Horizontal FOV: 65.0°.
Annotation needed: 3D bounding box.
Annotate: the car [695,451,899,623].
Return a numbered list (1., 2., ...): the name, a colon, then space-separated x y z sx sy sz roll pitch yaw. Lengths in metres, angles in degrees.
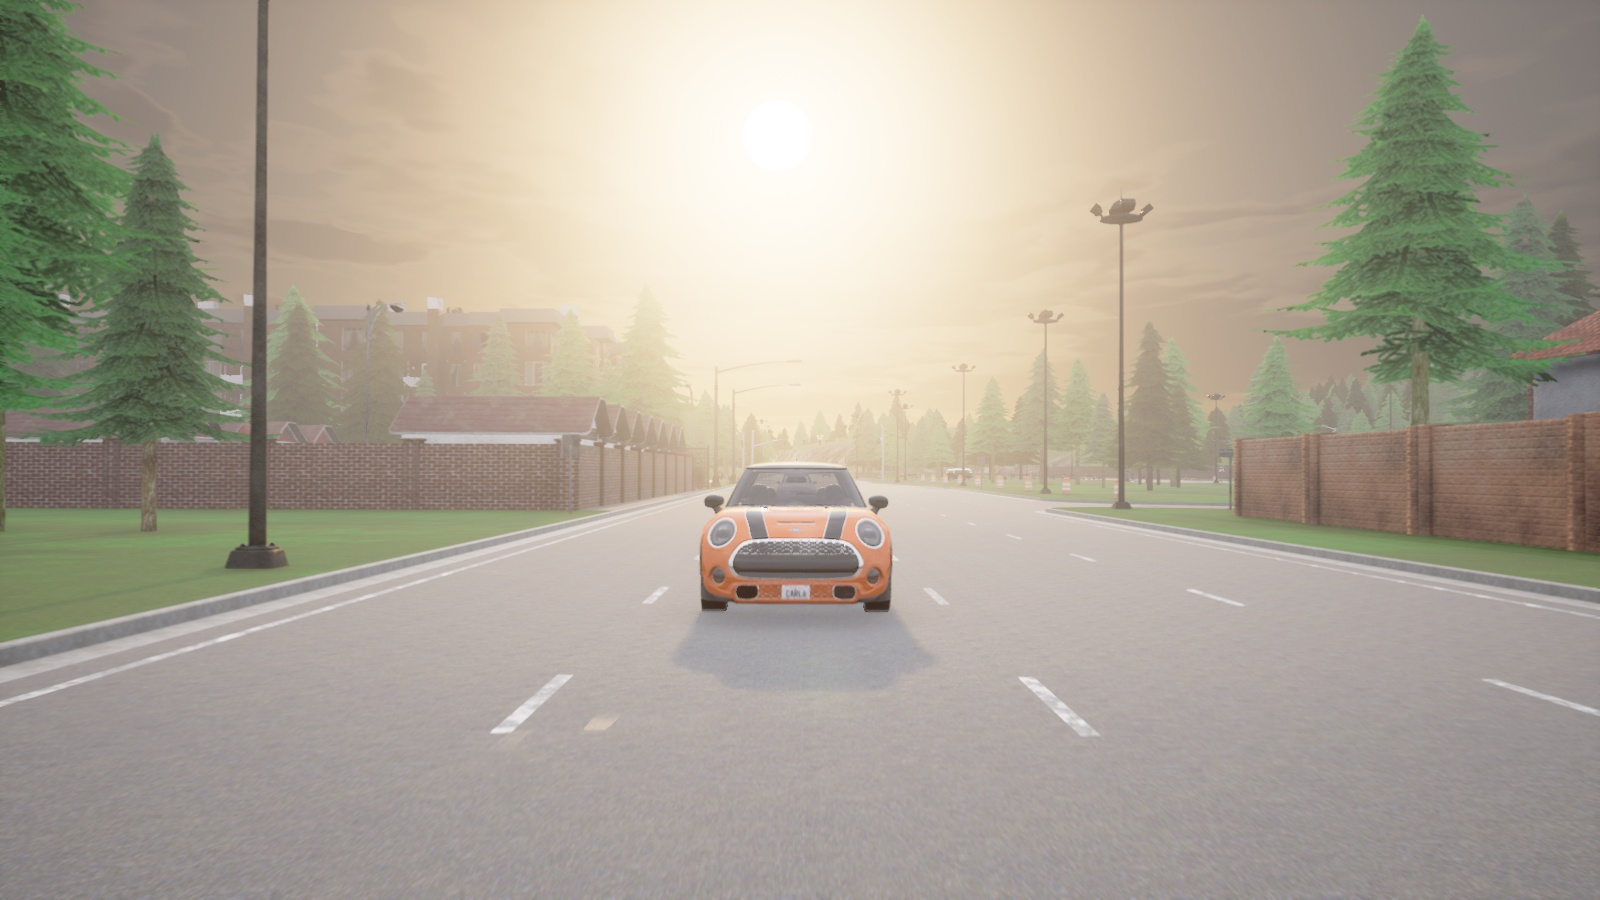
1. car: -0.038 0.926 15.196 2.097 1.767 4.553 0 -1 0
